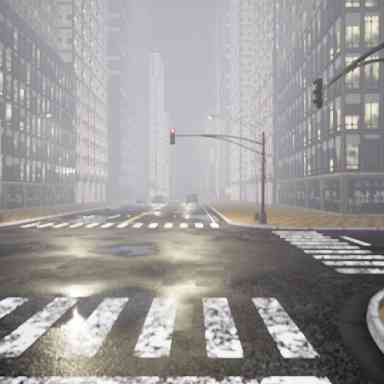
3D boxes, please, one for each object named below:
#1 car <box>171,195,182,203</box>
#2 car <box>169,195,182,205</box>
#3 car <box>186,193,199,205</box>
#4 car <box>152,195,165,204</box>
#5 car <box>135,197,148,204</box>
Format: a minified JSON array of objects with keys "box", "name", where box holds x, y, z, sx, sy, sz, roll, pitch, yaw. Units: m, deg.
[{"box":[-3.184,1.438,70.371,2.128,1.511,4.902,0,0,0],"name":"car"},{"box":[-3.193,1.652,60.399,1.895,1.301,4.718,0,0,0],"name":"car"},{"box":[0.057,1.273,60.397,2.150,2.045,5.566,0,0,0],"name":"car"},{"box":[-6.439,1.415,64.571,2.097,1.767,4.553,0,0,0],"name":"car"},{"box":[-9.689,1.611,64.543,2.033,1.411,5.357,0,0,0],"name":"car"}]
